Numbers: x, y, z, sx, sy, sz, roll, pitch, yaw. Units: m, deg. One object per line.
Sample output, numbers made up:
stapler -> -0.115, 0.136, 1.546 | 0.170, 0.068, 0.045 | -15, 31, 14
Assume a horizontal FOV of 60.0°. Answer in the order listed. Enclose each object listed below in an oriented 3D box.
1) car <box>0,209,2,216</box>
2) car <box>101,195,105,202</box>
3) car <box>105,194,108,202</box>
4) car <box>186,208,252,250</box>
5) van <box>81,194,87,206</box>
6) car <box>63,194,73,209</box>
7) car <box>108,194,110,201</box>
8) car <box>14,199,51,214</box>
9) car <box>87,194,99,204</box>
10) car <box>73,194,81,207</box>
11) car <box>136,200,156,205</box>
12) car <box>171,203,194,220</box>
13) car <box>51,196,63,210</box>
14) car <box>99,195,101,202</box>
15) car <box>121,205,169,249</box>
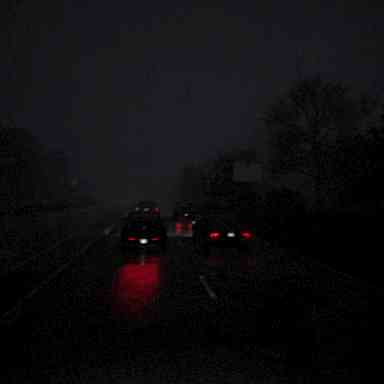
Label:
car -> -15.410, 1.386, 23.539 | 1.946, 1.575, 5.366 | 1, 0, -7
car -> -22.573, 1.703, 78.390 | 2.231, 1.521, 4.892 | 1, 0, -7
car -> -23.289, 1.608, 83.894 | 2.185, 1.767, 4.553 | 1, 0, -7
car -> 1.151, 1.676, 14.998 | 2.033, 1.411, 5.357 | 1, 0, -7
van -> -19.692, 1.350, 56.356 | 1.878, 1.987, 4.442 | 1, 0, -7
car -> -18.282, 1.389, 45.545 | 2.185, 1.767, 4.553 | 1, 0, -7
car -> -24.003, 1.639, 89.373 | 2.185, 1.767, 4.553 | 1, 0, -7
car -> -16.866, 1.454, 34.686 | 2.231, 1.521, 4.892 | 1, 0, -7
car -> -21.149, 1.389, 67.525 | 2.435, 2.045, 5.566 | 1, 0, -7
car -> -18.998, 1.420, 51.023 | 2.185, 1.767, 4.553 | 1, 0, -7
car -> -3.984, 1.511, 29.573 | 2.097, 1.767, 4.553 | 1, -1, -7
car -> -0.786, 1.706, 30.192 | 2.128, 1.511, 4.902 | 1, 0, -7
car -> -17.583, 1.524, 40.160 | 2.002, 1.452, 4.674 | 1, 0, -7
car -> -21.857, 1.671, 72.910 | 2.097, 1.535, 5.008 | 1, 0, -7
car -> -2.105, 1.588, 14.877 | 1.837, 1.490, 4.892 | 1, 0, -7
